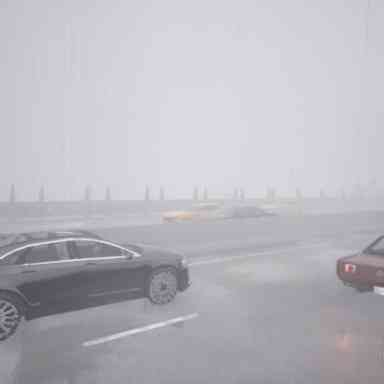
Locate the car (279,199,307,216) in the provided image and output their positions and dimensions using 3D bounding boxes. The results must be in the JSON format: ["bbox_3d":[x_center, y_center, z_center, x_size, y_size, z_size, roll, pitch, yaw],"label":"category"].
[{"bbox_3d":[8.873,1.483,31.814,5.008,1.535,1.882,0,0,-35],"label":"car"}]

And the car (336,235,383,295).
[{"bbox_3d":[5.435,1.601,7.625,4.718,1.301,1.895,0,0,-36],"label":"car"}]

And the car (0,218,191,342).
[{"bbox_3d":[-2.277,1.491,6.421,4.902,1.511,2.128,0,0,-35],"label":"car"}]

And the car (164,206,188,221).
[{"bbox_3d":[0.485,1.477,21.536,5.008,1.535,1.882,0,0,-35],"label":"car"}]

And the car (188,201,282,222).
[{"bbox_3d":[2.528,1.477,18.693,5.008,1.535,1.882,0,0,-35],"label":"car"}]
